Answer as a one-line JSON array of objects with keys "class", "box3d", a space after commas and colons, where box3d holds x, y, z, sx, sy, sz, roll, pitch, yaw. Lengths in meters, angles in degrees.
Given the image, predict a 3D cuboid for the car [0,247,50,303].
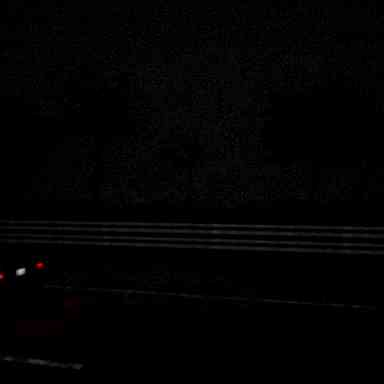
[{"class": "car", "box3d": [-5.918, 1.679, 7.289, 5.357, 1.411, 2.033, 0, -1, 12]}]
